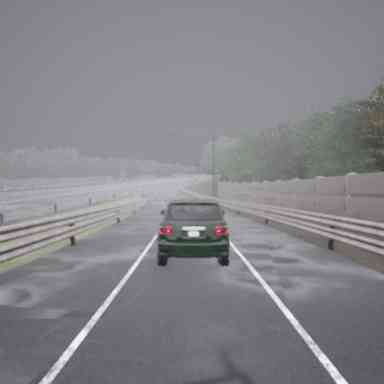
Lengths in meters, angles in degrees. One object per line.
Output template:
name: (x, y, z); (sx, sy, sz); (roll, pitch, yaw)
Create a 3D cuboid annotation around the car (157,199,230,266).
car: (0.024, 1.234, 11.781); (2.150, 2.045, 5.566); (0, 0, 0)

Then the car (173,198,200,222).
car: (-0.506, 1.378, 27.675); (2.097, 1.767, 4.553); (0, 0, -3)
